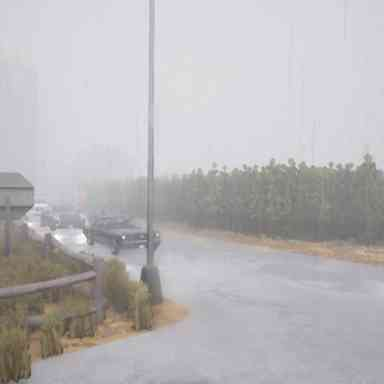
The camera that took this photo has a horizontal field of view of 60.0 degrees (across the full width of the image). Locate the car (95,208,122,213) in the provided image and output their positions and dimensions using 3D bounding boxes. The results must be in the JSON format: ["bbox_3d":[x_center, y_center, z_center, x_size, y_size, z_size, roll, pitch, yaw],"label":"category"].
[{"bbox_3d":[-6.382,1.884,24.924,1.895,1.301,4.718,1,-1,-35],"label":"car"}]

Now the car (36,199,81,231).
[{"bbox_3d":[-8.918,1.610,22.820,2.097,1.767,4.553,1,-1,-35],"label":"car"}]

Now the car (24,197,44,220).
[{"bbox_3d":[-14.936,1.497,31.522,2.150,2.045,5.566,1,0,-34],"label":"car"}]

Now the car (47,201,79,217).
[{"bbox_3d":[-13.939,1.791,35.767,2.128,1.511,4.902,1,0,-35],"label":"car"}]

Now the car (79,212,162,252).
[{"bbox_3d":[-3.178,1.801,14.572,1.895,1.301,4.718,1,-1,-35],"label":"car"}]
